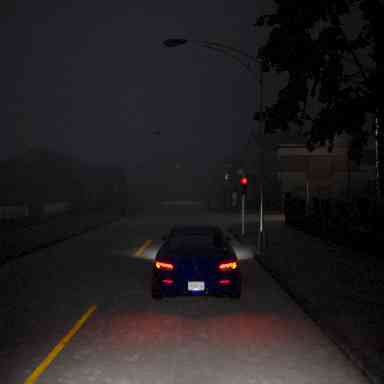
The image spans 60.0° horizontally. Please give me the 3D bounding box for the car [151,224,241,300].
[{"bbox_3d":[0.101,1.526,8.285,1.812,1.442,4.674,0,0,1],"label":"car"}]
